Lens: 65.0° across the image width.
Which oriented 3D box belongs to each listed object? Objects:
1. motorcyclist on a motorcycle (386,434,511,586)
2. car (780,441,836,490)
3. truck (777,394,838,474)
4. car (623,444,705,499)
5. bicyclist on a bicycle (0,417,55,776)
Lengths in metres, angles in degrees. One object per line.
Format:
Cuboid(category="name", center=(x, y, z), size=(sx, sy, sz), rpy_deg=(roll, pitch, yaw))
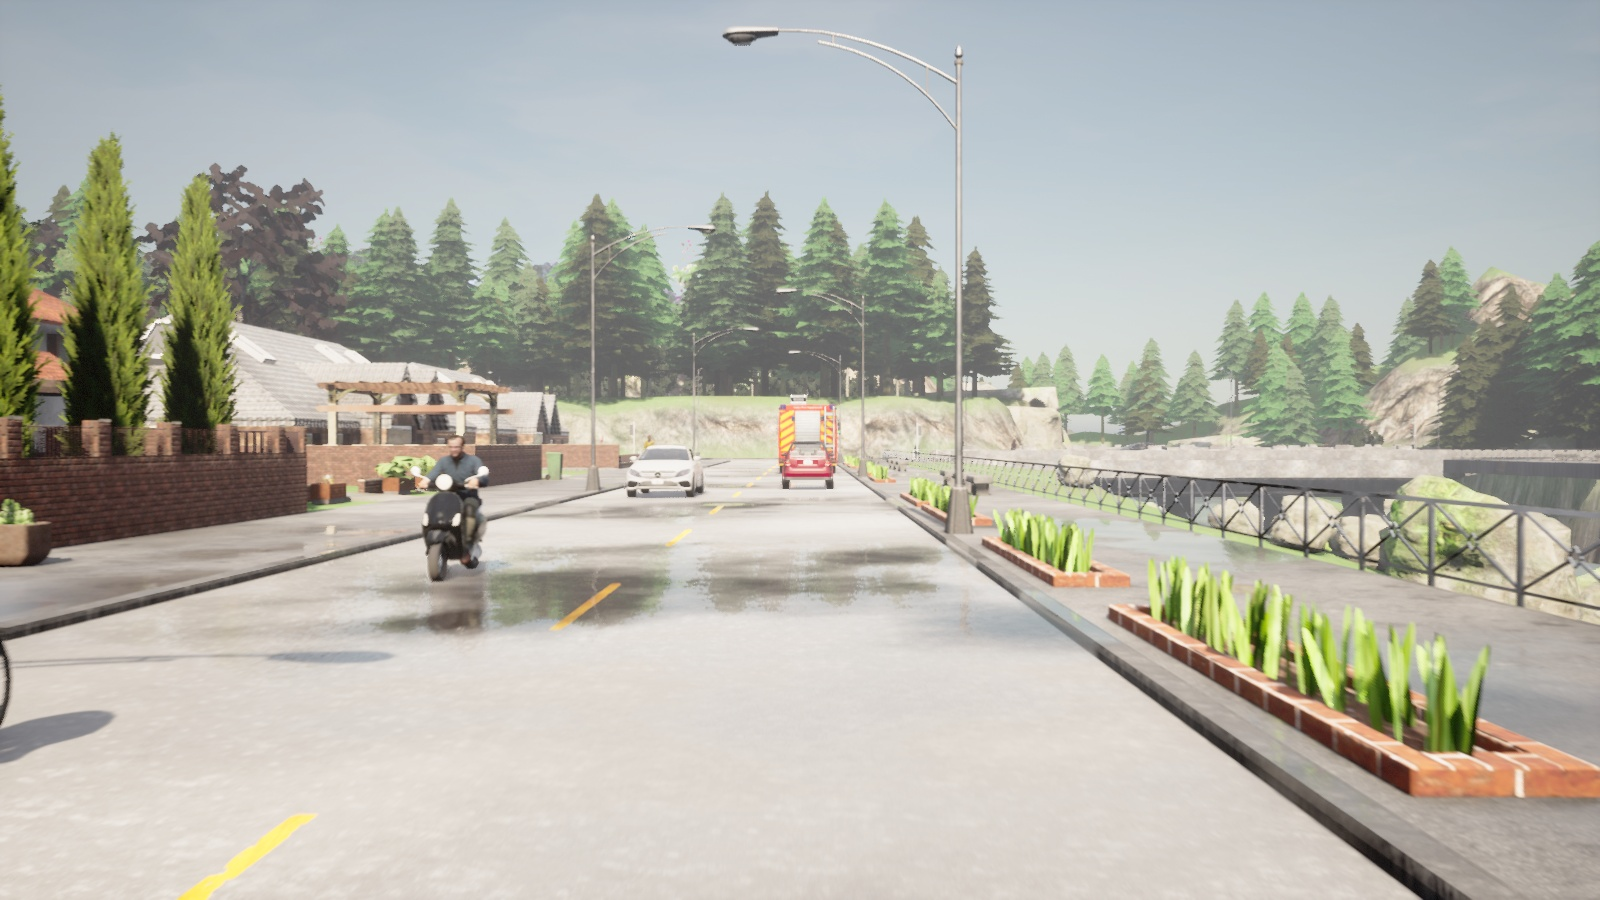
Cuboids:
Cuboid(category="motorcyclist on a motorcycle", center=(-3.886, 0.618, 14.042), size=(0.866, 1.590, 1.817), rpy_deg=(0, 1, 1))
Cuboid(category="car", center=(0.255, 0.488, 42.045), size=(1.789, 1.549, 3.705), rpy_deg=(0, 0, 0))
Cuboid(category="truck", center=(0.385, -0.782, 64.625), size=(2.891, 3.827, 8.468), rpy_deg=(0, 0, 0))
Cuboid(category="car", center=(-3.782, 0.569, 35.594), size=(1.812, 1.442, 4.674), rpy_deg=(0, 0, 0))
Cuboid(category="bicyclist on a bicycle", center=(-3.911, 0.667, 5.238), size=(0.582, 1.620, 1.656), rpy_deg=(0, 1, 1))
